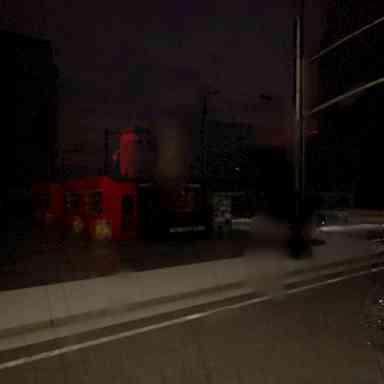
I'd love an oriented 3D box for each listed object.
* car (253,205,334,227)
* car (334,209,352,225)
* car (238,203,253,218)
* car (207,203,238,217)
[{"bbox_3d":[7.673,1.823,25.686,2.033,1.411,5.357,1,-1,-38],"label":"car"},{"bbox_3d":[10.733,1.828,27.461,1.812,1.442,4.674,1,-1,-36],"label":"car"},{"bbox_3d":[5.418,1.912,34.818,1.837,1.490,4.892,1,-1,-36],"label":"car"},{"bbox_3d":[2.110,1.916,33.416,1.812,1.442,4.674,1,-1,-36],"label":"car"}]
